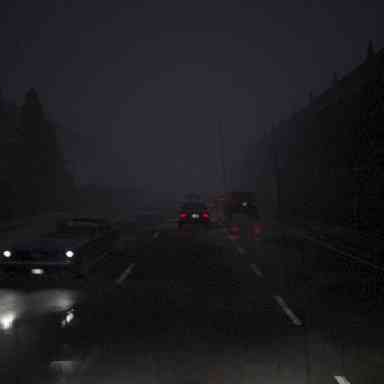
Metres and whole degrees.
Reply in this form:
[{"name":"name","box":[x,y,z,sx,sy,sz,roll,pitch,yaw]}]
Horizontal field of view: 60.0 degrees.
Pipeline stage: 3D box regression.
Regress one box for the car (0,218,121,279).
[{"name":"car","box":[-3.519,1.485,9.817,1.895,1.301,4.718,0,1,1]}]

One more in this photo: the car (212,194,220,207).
[{"name":"car","box":[3.671,1.023,41.367,1.837,1.490,4.892,0,0,0]}]

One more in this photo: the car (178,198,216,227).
[{"name":"car","box":[0.133,1.310,20.361,2.033,1.411,5.357,0,1,0]}]

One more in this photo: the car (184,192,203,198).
[{"name":"car","box":[0.169,0.909,38.155,2.097,1.767,4.553,0,1,0]}]

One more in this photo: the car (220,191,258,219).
[{"name":"car","box":[3.641,0.922,25.658,2.150,2.045,5.566,0,0,0]}]
